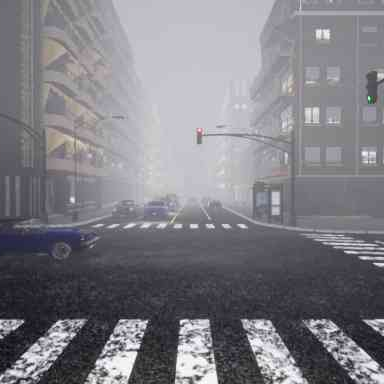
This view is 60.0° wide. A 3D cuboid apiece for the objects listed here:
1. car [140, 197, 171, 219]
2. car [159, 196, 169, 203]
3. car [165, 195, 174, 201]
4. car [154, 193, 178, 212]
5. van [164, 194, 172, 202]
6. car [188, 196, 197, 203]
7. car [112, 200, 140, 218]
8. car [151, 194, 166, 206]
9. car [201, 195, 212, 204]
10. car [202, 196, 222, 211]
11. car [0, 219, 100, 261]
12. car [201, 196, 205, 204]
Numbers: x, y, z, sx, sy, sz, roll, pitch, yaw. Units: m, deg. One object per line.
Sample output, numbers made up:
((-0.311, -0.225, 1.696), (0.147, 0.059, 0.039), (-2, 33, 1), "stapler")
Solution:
((-3.095, 1.475, 29.347), (1.882, 1.535, 5.008), (0, 0, -1), "car")
((-5.709, 1.523, 68.566), (1.752, 1.417, 4.829), (0, 0, 0), "car")
((-5.713, 1.546, 85.652), (2.008, 1.369, 4.403), (0, 0, 0), "car")
((-3.097, 1.350, 38.974), (2.097, 1.767, 4.553), (0, 0, 0), "car")
((-5.712, 1.337, 80.014), (1.690, 1.788, 3.998), (0, 0, 0), "van")
((0.082, 1.561, 69.764), (1.994, 1.385, 4.181), (0, 0, 0), "car")
((-5.700, 1.438, 29.265), (1.967, 1.590, 4.097), (0, 0, 0), "car")
((-5.708, 1.313, 57.458), (2.192, 1.841, 5.009), (0, 0, 0), "car")
((2.672, 1.437, 63.094), (1.967, 1.590, 4.097), (0, 0, 0), "car")
((2.678, 1.548, 40.539), (2.008, 1.369, 4.403), (0, 0, 0), "car")
((-5.744, 1.599, 11.617), (4.718, 1.301, 1.895), (0, 0, -1), "car")
((2.677, 1.542, 46.177), (1.887, 1.381, 4.507), (0, 0, 0), "car")
